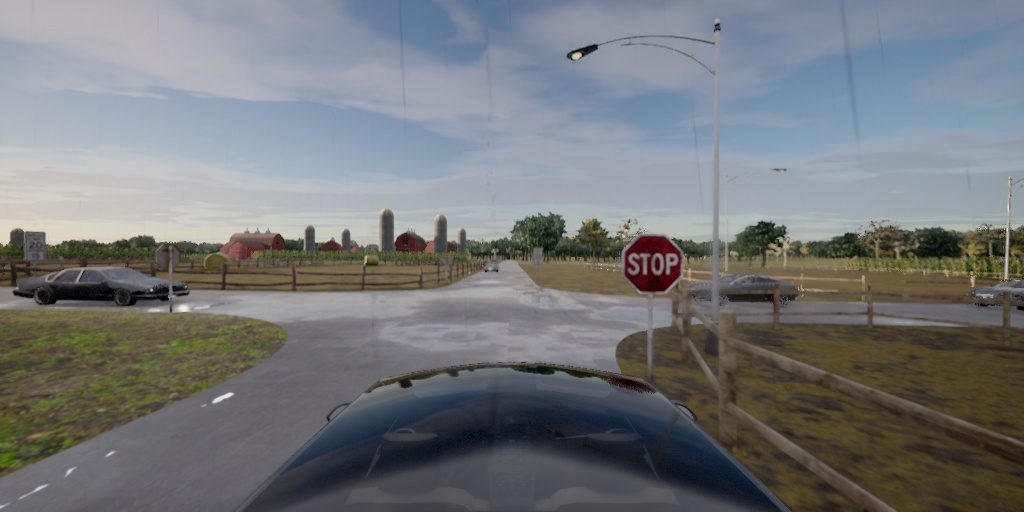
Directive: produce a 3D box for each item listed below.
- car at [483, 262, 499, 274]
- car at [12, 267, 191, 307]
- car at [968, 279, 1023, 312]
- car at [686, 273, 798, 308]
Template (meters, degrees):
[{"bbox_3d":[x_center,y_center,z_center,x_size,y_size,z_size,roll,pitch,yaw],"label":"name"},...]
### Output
[{"bbox_3d":[-2.755,1.549,48.384,2.128,1.511,4.902,0,0,0],"label":"car"},{"bbox_3d":[-16.026,1.154,14.139,5.357,1.411,2.033,1,0,0],"label":"car"},{"bbox_3d":[25.233,1.884,17.340,4.902,1.511,2.128,1,0,0],"label":"car"},{"bbox_3d":[10.821,1.573,17.086,4.902,1.511,2.128,1,0,-4],"label":"car"}]
